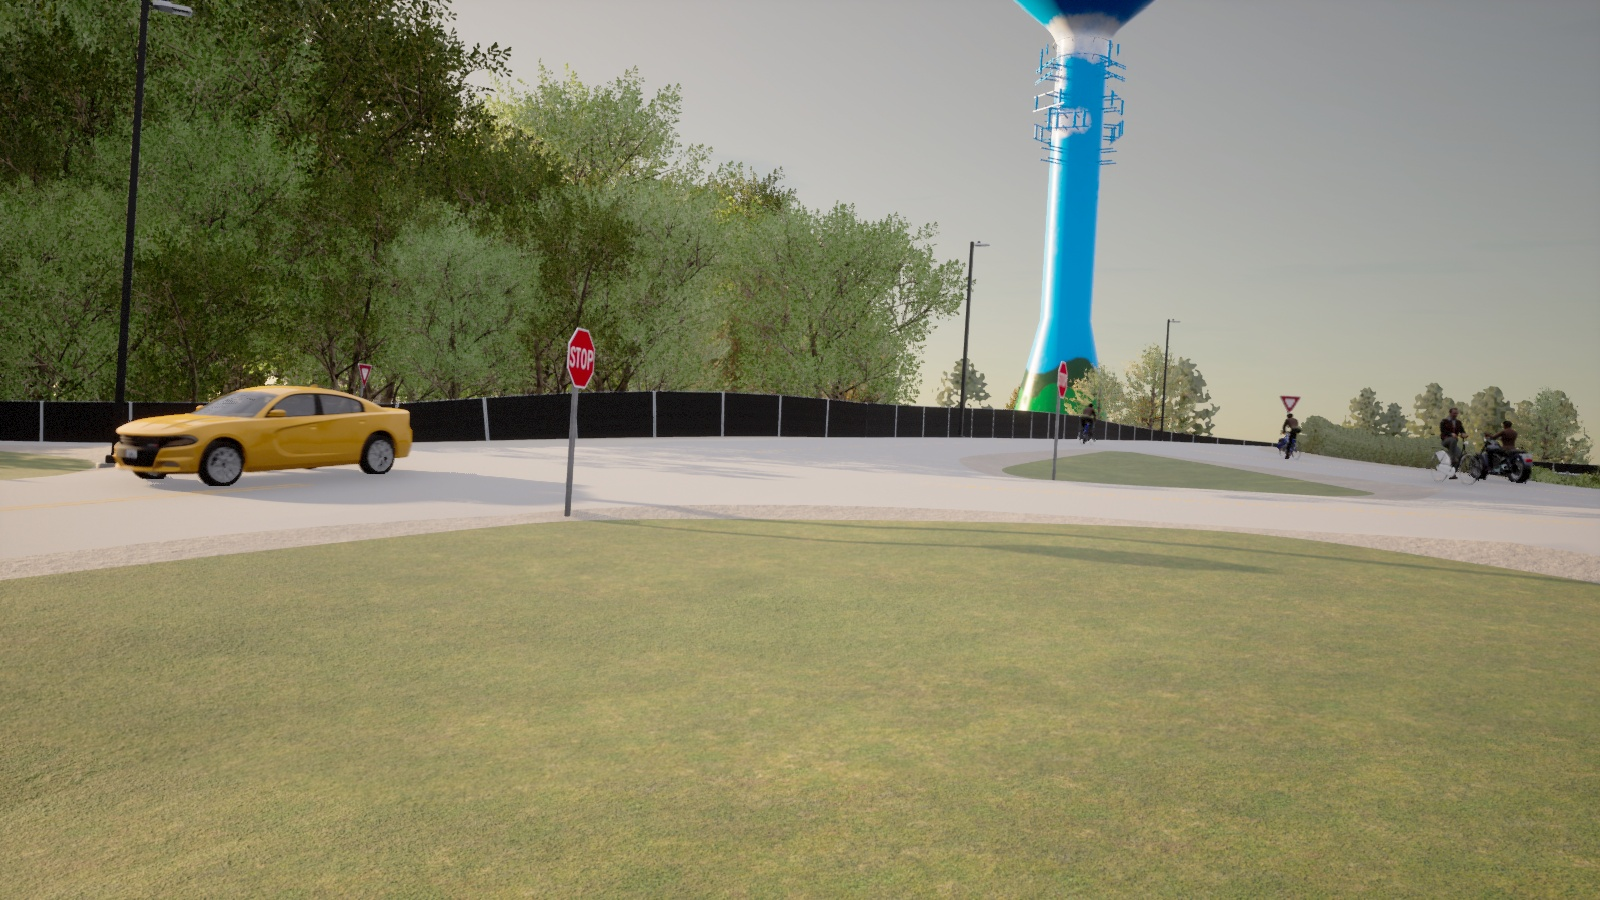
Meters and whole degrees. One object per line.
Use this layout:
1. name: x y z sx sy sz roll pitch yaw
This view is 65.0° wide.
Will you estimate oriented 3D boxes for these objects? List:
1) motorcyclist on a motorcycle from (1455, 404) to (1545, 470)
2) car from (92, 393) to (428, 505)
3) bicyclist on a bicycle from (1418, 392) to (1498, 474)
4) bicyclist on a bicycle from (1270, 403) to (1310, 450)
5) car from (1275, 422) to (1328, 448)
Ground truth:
1. motorcyclist on a motorcycle: 18.184 -0.368 32.695 0.766 1.649 2.350 2 2 -5
2. car: -8.732 -0.132 20.873 1.882 1.535 5.008 2 4 29
3. bicyclist on a bicycle: 14.971 -0.406 28.629 0.659 1.776 1.843 2 2 -4
4. bicyclist on a bicycle: 17.105 -0.832 43.871 0.582 1.620 1.656 2 2 -4
5. car: 36.021 -1.084 90.161 1.882 1.535 5.008 2 -1 42
